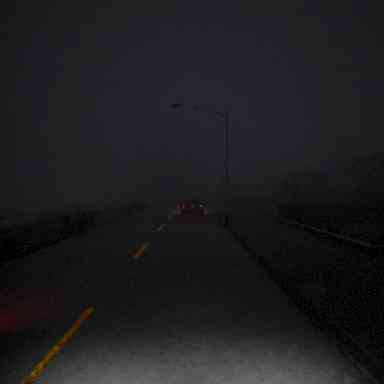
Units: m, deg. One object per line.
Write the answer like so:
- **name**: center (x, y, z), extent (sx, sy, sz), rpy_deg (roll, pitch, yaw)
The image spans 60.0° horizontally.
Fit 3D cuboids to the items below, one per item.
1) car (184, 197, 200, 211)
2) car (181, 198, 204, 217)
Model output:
- **car**: center (0.009, 1.476, 42.908), extent (1.882, 1.535, 5.008), rpy_deg (0, 0, 0)
- **car**: center (0.042, 1.350, 31.742), extent (2.097, 1.767, 4.553), rpy_deg (0, 0, 0)
